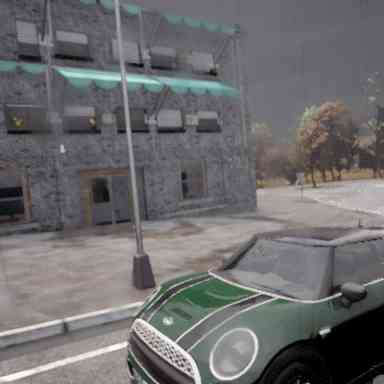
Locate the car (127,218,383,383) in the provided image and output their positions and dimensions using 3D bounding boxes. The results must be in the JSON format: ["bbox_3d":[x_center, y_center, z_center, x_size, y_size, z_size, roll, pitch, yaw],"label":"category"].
[{"bbox_3d":[1.462,1.313,4.455,4.553,1.767,2.097,-1,1,-34],"label":"car"}]
